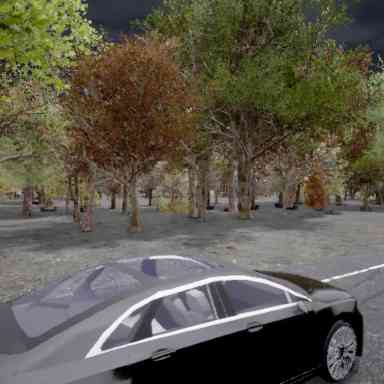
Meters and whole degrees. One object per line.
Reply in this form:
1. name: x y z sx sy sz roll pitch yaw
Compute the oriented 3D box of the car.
1. car: 0.035 1.491 3.771 4.902 1.511 2.128 0 0 -36
